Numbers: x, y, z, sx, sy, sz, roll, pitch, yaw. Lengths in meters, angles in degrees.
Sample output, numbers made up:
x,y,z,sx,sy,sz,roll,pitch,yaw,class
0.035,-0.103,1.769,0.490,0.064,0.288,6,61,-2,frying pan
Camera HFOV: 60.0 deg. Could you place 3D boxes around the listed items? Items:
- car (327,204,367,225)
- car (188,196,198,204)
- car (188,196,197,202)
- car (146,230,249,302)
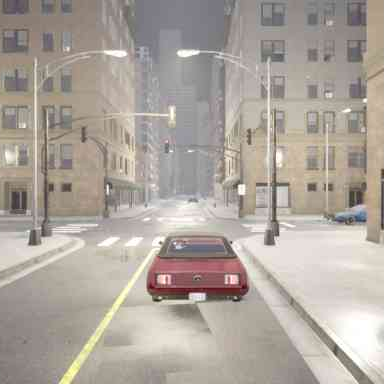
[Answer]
x,y,z,sx,sy,sz,roll,pitch,yaw,class
12.198,1.512,22.804,5.357,1.411,2.033,0,0,3,car
0.180,1.507,65.198,1.812,1.442,4.674,0,0,0,car
0.098,1.566,75.127,1.895,1.301,4.718,0,0,0,car
0.093,1.601,8.214,1.895,1.301,4.718,0,0,0,car
